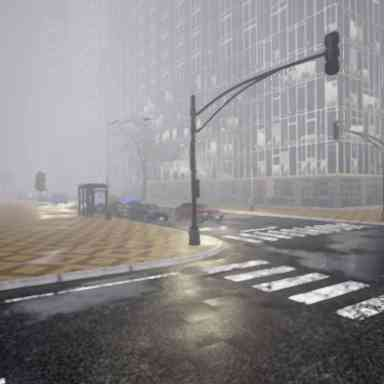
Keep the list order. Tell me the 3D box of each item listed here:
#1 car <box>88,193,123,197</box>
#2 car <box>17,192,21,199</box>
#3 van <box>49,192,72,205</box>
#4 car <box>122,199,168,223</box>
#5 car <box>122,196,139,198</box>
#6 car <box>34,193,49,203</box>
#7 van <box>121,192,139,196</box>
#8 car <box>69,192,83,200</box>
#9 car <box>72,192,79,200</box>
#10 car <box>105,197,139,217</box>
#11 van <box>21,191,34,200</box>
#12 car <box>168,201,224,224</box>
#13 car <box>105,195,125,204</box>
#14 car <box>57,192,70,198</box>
[{"bbox_3d":[-10.832,1.261,40.849,2.033,1.411,5.357,-1,1,-34],"label":"car"},{"bbox_3d":[-38.518,0.763,76.783,1.967,1.590,4.097,0,1,-34],"label":"car"},{"bbox_3d":[-19.281,0.986,48.625,1.690,1.788,3.998,0,1,-34],"label":"van"},{"bbox_3d":[-3.359,1.470,25.089,1.947,1.339,4.313,0,1,-34],"label":"car"},{"bbox_3d":[-4.972,1.371,32.253,1.994,1.385,4.181,-1,1,-35],"label":"car"},{"bbox_3d":[-25.694,1.089,58.013,2.008,1.369,4.403,0,1,-34],"label":"car"},{"bbox_3d":[-9.156,0.929,48.657,1.690,1.788,3.998,0,1,-34],"label":"van"},{"bbox_3d":[-25.186,0.762,72.123,1.967,1.590,4.097,0,1,-34],"label":"car"},{"bbox_3d":[-21.980,0.690,67.430,2.192,1.841,5.009,0,1,-34],"label":"car"},{"bbox_3d":[-6.551,1.434,29.794,1.802,1.307,4.206,0,1,-34],"label":"car"},{"bbox_3d":[-35.312,0.718,72.090,1.690,1.788,3.998,0,1,-34],"label":"van"},{"bbox_3d":[0.397,1.418,24.397,1.812,1.442,4.674,-1,1,-34],"label":"car"},{"bbox_3d":[-12.362,1.118,53.353,1.802,1.307,4.206,0,1,-34],"label":"car"},{"bbox_3d":[-31.598,0.765,81.510,2.008,1.369,4.403,0,1,-34],"label":"car"}]
